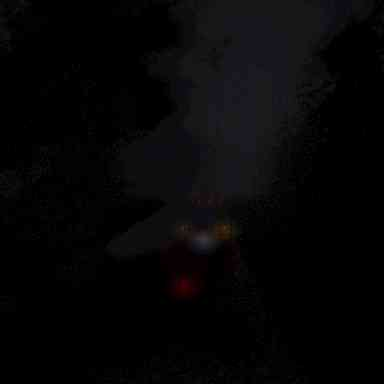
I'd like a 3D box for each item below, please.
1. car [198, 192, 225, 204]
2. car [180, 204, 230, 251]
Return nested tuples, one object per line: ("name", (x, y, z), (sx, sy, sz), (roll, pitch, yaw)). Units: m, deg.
("car", (1.696, 0.779, 28.542), (2.097, 1.767, 4.553), (0, 2, 5))
("car", (0.554, 1.405, 13.453), (1.812, 1.442, 4.674), (0, 0, 3))
